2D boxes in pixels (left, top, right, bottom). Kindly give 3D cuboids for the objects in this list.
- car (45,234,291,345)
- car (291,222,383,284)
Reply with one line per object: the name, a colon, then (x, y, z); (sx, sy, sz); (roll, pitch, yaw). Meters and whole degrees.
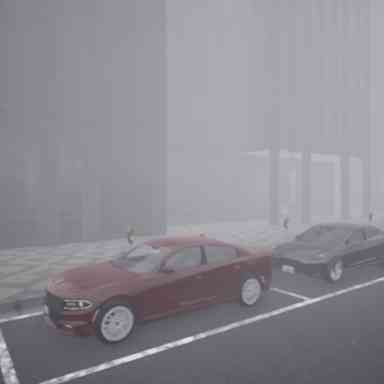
car: (-0.384, 1.548, 6.377); (4.507, 1.381, 1.887); (0, 0, -36)
car: (4.204, 1.575, 9.651); (4.313, 1.339, 1.947); (0, 0, -36)
